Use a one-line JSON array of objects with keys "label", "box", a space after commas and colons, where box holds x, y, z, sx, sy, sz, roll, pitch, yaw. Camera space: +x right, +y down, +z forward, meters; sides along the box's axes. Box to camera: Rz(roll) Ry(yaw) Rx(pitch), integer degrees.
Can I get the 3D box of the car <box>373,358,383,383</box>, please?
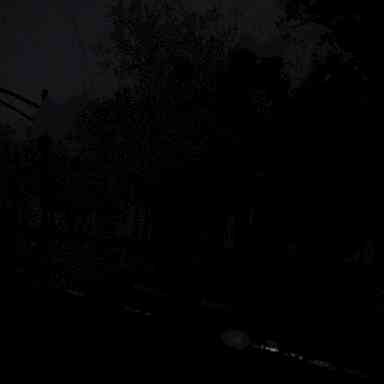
[{"label": "car", "box": [3.051, 1.563, 1.511, 4.181, 1.385, 1.994, 0, 0, 35]}]
